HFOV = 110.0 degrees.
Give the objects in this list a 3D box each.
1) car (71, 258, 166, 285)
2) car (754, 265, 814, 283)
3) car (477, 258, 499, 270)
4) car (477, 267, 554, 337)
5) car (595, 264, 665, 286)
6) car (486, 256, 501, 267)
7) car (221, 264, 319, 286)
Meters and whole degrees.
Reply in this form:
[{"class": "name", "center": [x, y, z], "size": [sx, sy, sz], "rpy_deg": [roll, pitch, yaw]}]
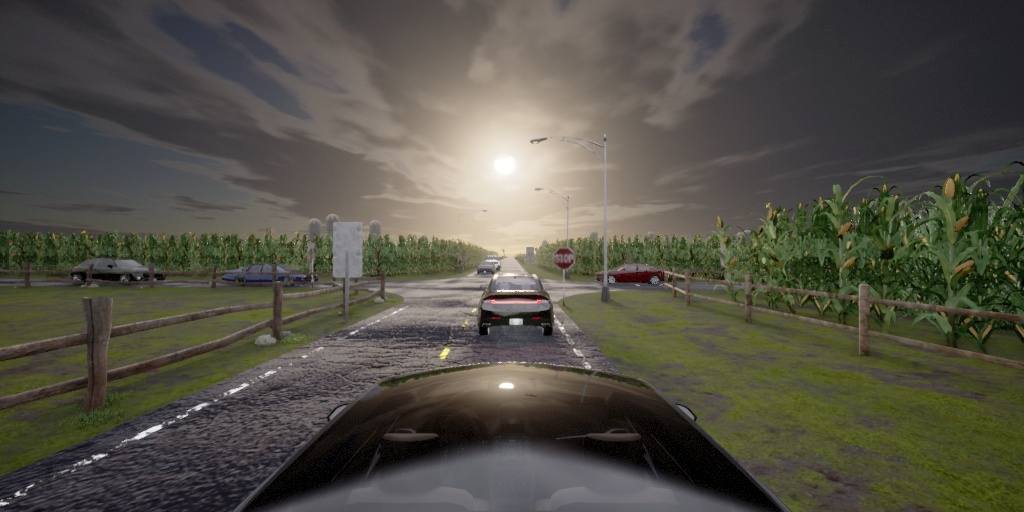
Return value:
[{"class": "car", "center": [-25.483, 0.949, 23.347], "size": [4.553, 1.767, 2.097], "rpy_deg": [0, -1, 1]}, {"class": "car", "center": [20.194, 1.408, 25.876], "size": [4.892, 1.490, 1.837], "rpy_deg": [0, -1, 0]}, {"class": "car", "center": [-2.879, 1.287, 40.831], "size": [2.033, 1.411, 5.357], "rpy_deg": [0, 0, 0]}, {"class": "car", "center": [0.092, 1.242, 10.361], "size": [2.128, 1.511, 4.902], "rpy_deg": [0, 0, 0]}, {"class": "car", "center": [8.550, 1.305, 25.984], "size": [5.008, 1.535, 1.882], "rpy_deg": [0, -1, 1]}, {"class": "car", "center": [-2.874, 0.955, 51.092], "size": [2.150, 2.045, 5.566], "rpy_deg": [0, 0, 1]}, {"class": "car", "center": [-15.619, 1.198, 23.282], "size": [5.357, 1.411, 2.033], "rpy_deg": [0, -1, -1]}]
